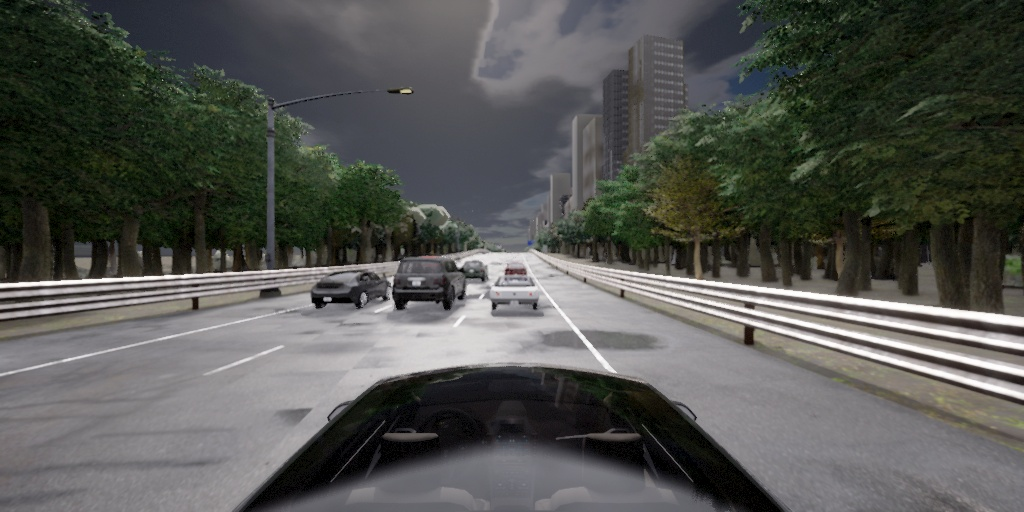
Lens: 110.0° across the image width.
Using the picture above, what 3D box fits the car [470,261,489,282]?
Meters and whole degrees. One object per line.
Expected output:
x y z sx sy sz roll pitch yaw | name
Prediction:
-3.184 1.183 30.579 2.097 1.767 4.553 0 0 1 | car

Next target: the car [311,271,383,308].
-6.872 1.377 15.855 1.837 1.490 4.892 0 0 1 | car

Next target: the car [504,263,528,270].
0.325 1.308 30.932 1.882 1.535 5.008 0 1 1 | car

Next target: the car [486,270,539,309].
0.123 1.470 15.577 1.895 1.301 4.718 0 0 1 | car

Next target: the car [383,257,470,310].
-3.379 1.085 15.532 2.150 2.045 5.566 0 0 1 | car
